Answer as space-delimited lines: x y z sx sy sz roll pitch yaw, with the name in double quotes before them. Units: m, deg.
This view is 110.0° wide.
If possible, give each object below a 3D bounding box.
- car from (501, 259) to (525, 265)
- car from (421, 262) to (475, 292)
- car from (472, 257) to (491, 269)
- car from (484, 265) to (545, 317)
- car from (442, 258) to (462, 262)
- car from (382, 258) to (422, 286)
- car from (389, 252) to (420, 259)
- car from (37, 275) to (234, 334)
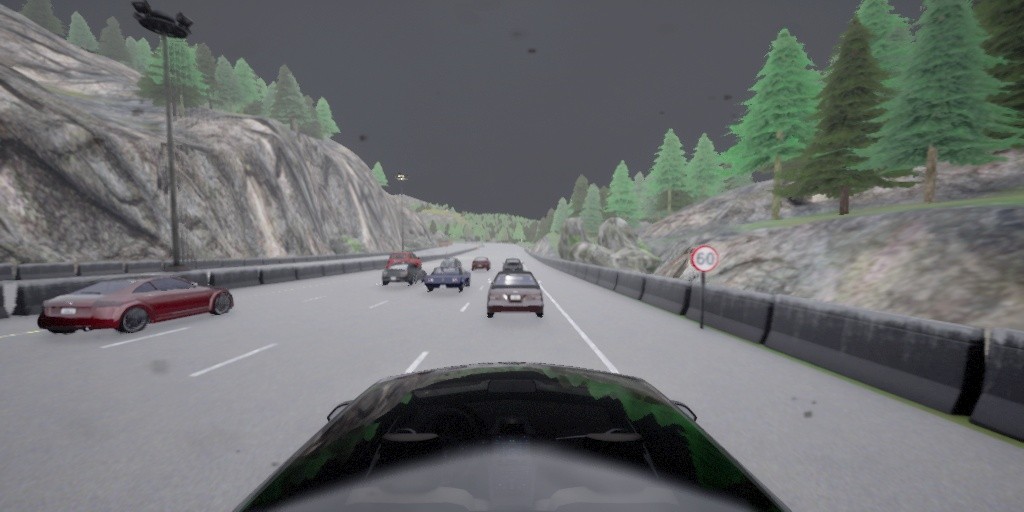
"car" 0.097 0.964 33.257 1.837 1.490 4.892 0 1 0
"car" -3.401 1.209 19.916 1.895 1.301 4.718 0 1 0
"car" -3.404 0.829 40.493 1.882 1.535 5.008 0 1 0
"car" 0.099 1.214 12.793 2.033 1.411 5.357 0 0 0
"car" -6.904 0.891 40.942 2.033 1.411 5.357 0 1 0
"car" -6.901 1.105 23.141 1.812 1.442 4.674 0 1 0
"car" -10.414 0.656 35.047 2.150 2.045 5.566 0 1 0
"car" -10.401 1.249 10.414 1.994 1.385 4.181 0 0 0
